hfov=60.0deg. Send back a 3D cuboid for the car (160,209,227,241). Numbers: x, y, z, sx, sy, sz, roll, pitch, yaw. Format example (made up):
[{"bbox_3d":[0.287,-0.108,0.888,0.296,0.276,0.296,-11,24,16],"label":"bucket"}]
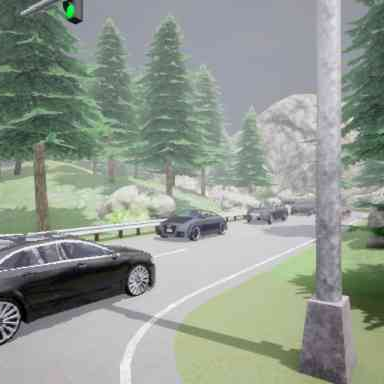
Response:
[{"bbox_3d":[0.090,1.579,16.910,1.994,1.385,4.181,0,0,35],"label":"car"}]

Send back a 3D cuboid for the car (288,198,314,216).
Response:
[{"bbox_3d":[11.314,1.520,33.658,1.837,1.490,4.892,0,0,28],"label":"car"}]

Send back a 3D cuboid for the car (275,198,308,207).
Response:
[{"bbox_3d":[16.036,1.624,53.803,1.895,1.301,4.718,0,0,-40],"label":"car"}]

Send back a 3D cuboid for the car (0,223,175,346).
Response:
[{"bbox_3d":[-2.731,1.553,6.456,2.128,1.511,4.902,0,-1,35],"label":"car"}]

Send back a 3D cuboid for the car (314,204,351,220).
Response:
[{"bbox_3d":[12.074,1.640,27.953,1.895,1.301,4.718,0,0,34],"label":"car"}]

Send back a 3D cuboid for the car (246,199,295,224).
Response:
[{"bbox_3d":[5.733,1.507,25.100,2.128,1.511,4.902,0,0,35],"label":"car"}]
